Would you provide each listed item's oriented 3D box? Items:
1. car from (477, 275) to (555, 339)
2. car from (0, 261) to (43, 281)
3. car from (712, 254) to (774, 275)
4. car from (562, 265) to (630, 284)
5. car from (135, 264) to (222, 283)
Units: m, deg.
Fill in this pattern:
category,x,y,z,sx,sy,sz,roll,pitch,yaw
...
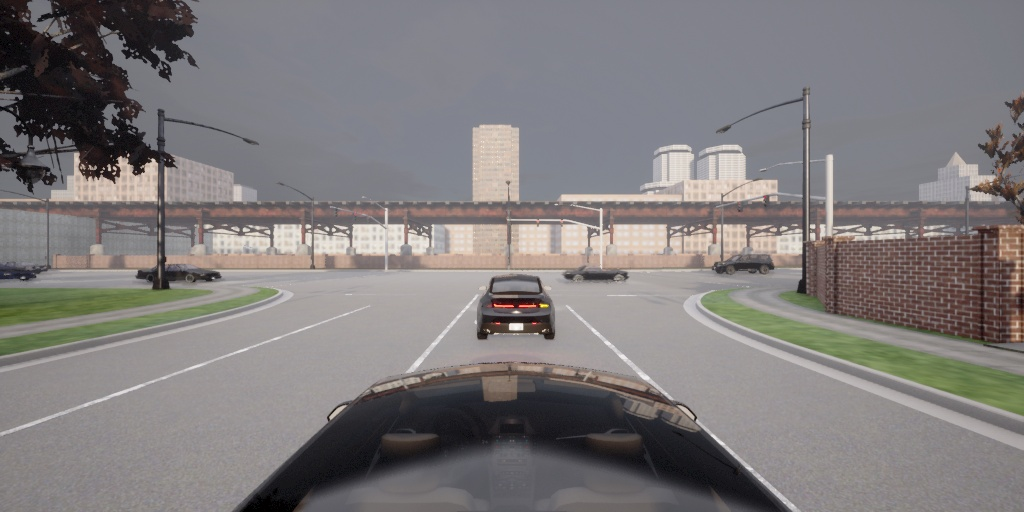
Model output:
category,x,y,z,sx,sy,sz,roll,pitch,yaw
car,0.093,1.256,10.028,1.837,1.490,4.892,0,0,0
car,-40.427,1.297,27.759,5.357,1.411,2.033,0,0,2
car,23.556,0.835,36.631,5.566,2.045,2.150,-1,0,3
car,6.110,1.324,26.413,4.718,1.301,1.895,0,0,2
car,-25.299,1.297,27.260,5.357,1.411,2.033,0,0,2
